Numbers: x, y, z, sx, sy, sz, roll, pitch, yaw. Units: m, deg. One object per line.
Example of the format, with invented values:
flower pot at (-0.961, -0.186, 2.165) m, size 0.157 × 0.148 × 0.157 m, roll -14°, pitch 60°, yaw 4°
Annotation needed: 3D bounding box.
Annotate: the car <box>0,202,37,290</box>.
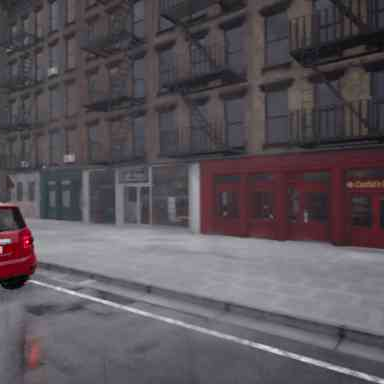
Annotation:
car at (-6.017, 1.243, 7.964) m, size 5.566 × 2.045 × 2.150 m, roll 0°, pitch 0°, yaw 35°
